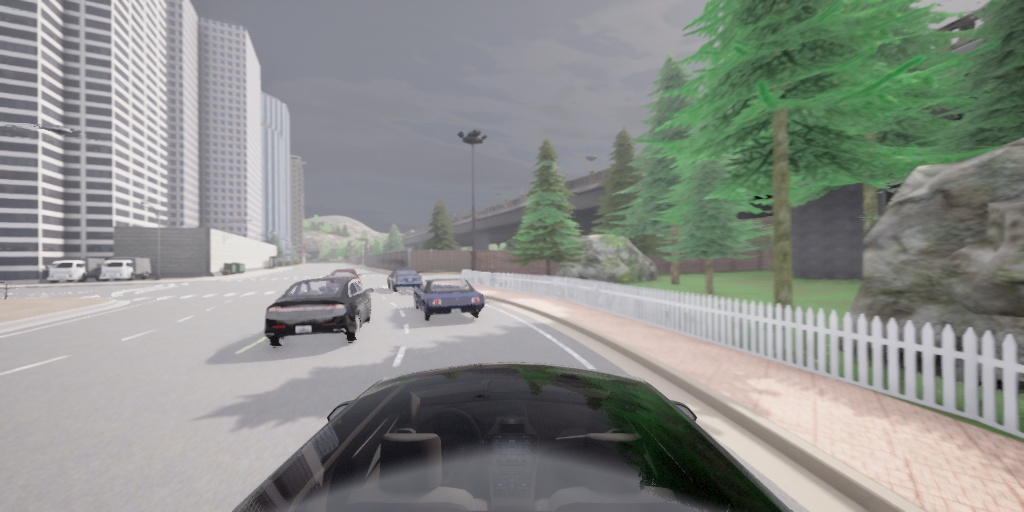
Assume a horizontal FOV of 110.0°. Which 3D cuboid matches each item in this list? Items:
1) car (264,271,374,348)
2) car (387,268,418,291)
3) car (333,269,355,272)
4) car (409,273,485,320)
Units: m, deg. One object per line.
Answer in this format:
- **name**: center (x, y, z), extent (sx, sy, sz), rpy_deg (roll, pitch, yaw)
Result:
- **car**: center (-5.003, 1.350, 9.840), extent (2.128, 1.511, 4.902), rpy_deg (-1, 0, -15)
- **car**: center (-7.178, 1.515, 23.975), extent (2.033, 1.411, 5.357), rpy_deg (-1, 0, -24)
- **car**: center (-9.930, 1.512, 21.280), extent (1.812, 1.442, 4.674), rpy_deg (-1, 0, -26)
- **car**: center (-2.496, 1.448, 13.190), extent (1.895, 1.301, 4.718), rpy_deg (-1, 0, -20)
